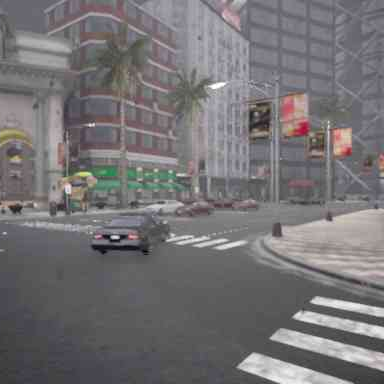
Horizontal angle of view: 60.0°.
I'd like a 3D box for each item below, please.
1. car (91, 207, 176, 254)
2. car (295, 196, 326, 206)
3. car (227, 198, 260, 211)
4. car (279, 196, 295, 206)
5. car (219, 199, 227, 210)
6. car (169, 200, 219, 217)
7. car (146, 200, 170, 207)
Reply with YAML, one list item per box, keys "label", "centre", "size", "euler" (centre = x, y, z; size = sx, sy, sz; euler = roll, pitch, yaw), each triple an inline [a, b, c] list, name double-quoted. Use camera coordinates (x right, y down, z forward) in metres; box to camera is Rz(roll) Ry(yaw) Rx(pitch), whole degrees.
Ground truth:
- label: "car"
  centre: [-2.232, 1.535, 13.421]
  size: [2.033, 1.411, 5.357]
  euler: [0, 0, 7]
- label: "car"
  centre: [18.771, 1.567, 52.120]
  size: [4.718, 1.301, 1.895]
  euler: [0, 0, -35]
- label: "car"
  centre: [6.456, 1.496, 39.601]
  size: [1.812, 1.442, 4.674]
  euler: [0, 0, 38]
- label: "car"
  centre: [16.287, 1.456, 54.607]
  size: [4.902, 1.511, 2.128]
  euler: [0, 0, -36]
- label: "car"
  centre: [4.015, 1.568, 42.225]
  size: [1.895, 1.301, 4.718]
  euler: [0, 0, 38]
- label: "car"
  centre: [0.288, 1.500, 31.354]
  size: [1.812, 1.442, 4.674]
  euler: [0, 0, 37]
- label: "car"
  centre: [-2.718, 1.497, 33.173]
  size: [1.812, 1.442, 4.674]
  euler: [0, 0, 37]
